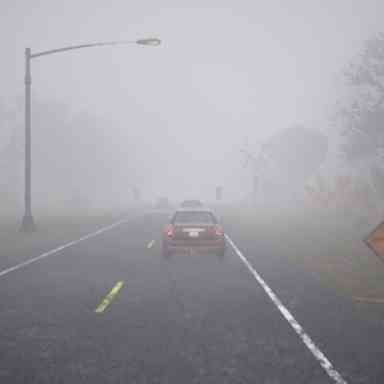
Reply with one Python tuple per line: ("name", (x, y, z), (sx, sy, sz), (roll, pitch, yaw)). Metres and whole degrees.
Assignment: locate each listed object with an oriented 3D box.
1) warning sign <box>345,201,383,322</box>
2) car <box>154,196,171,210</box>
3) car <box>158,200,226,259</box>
("warning sign", (3.566, 1.117, 5.742), (1.300, 1.860, 1.060), (1, 1, 0))
("car", (-3.788, 1.362, 43.616), (2.097, 1.767, 4.553), (0, 0, 0))
("car", (0.064, 1.355, 12.758), (2.097, 1.767, 4.553), (0, 0, 0))
